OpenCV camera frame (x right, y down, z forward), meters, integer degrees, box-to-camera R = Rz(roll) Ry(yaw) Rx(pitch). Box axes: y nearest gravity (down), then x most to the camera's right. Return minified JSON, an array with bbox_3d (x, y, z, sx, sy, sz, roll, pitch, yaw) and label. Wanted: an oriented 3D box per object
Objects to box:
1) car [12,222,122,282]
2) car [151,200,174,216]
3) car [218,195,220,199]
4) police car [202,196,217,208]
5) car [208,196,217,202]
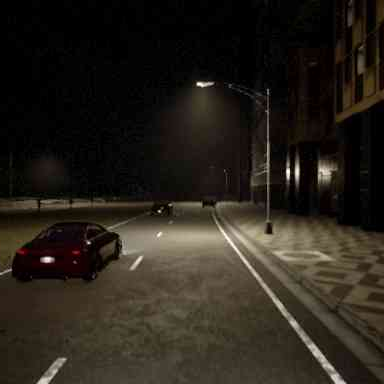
[{"bbox_3d":[-3.408,1.575,9.854,1.994,1.385,4.181,0,0,0],"label":"car"},{"bbox_3d":[-2.953,1.581,33.638,1.837,1.490,4.892,0,0,2],"label":"car"},{"bbox_3d":[4.112,1.701,68.037,1.882,1.535,5.008,0,0,6],"label":"car"},{"bbox_3d":[2.611,1.578,52.421,1.930,1.638,5.238,0,0,5],"label":"police car"},{"bbox_3d":[5.329,1.695,85.853,2.033,1.411,5.357,0,0,9],"label":"car"}]
